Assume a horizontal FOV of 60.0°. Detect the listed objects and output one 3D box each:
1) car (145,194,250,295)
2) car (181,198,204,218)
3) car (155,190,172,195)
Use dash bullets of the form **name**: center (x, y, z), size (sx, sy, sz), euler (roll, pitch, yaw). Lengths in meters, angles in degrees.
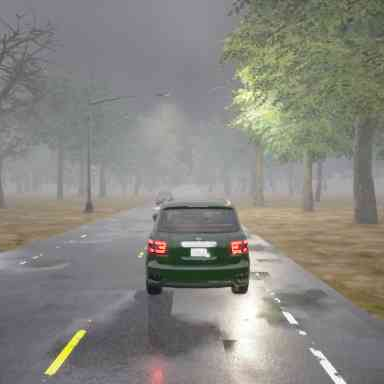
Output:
- **car**: center (0.091, 1.188, 8.806), size (2.150, 2.045, 5.566), euler (0, 0, -1)
- **car**: center (0.032, 1.327, 28.287), size (1.812, 1.442, 4.674), euler (0, 0, 0)
- **car**: center (-3.665, 0.816, 45.196), size (2.150, 2.045, 5.566), euler (0, 1, 0)
